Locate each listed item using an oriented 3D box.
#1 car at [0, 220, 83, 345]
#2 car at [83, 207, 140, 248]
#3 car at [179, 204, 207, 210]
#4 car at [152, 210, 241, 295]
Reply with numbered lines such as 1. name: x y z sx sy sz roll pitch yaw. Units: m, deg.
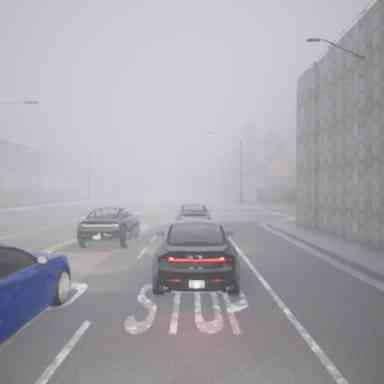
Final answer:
1. car: -3.405 1.446 4.828 1.882 1.535 5.008 0 0 0
2. car: -3.414 1.401 14.334 2.128 1.511 4.902 0 0 0
3. car: 0.080 1.378 18.024 2.128 1.511 4.902 0 0 0
4. car: 0.091 1.450 8.575 1.837 1.490 4.892 0 0 0
